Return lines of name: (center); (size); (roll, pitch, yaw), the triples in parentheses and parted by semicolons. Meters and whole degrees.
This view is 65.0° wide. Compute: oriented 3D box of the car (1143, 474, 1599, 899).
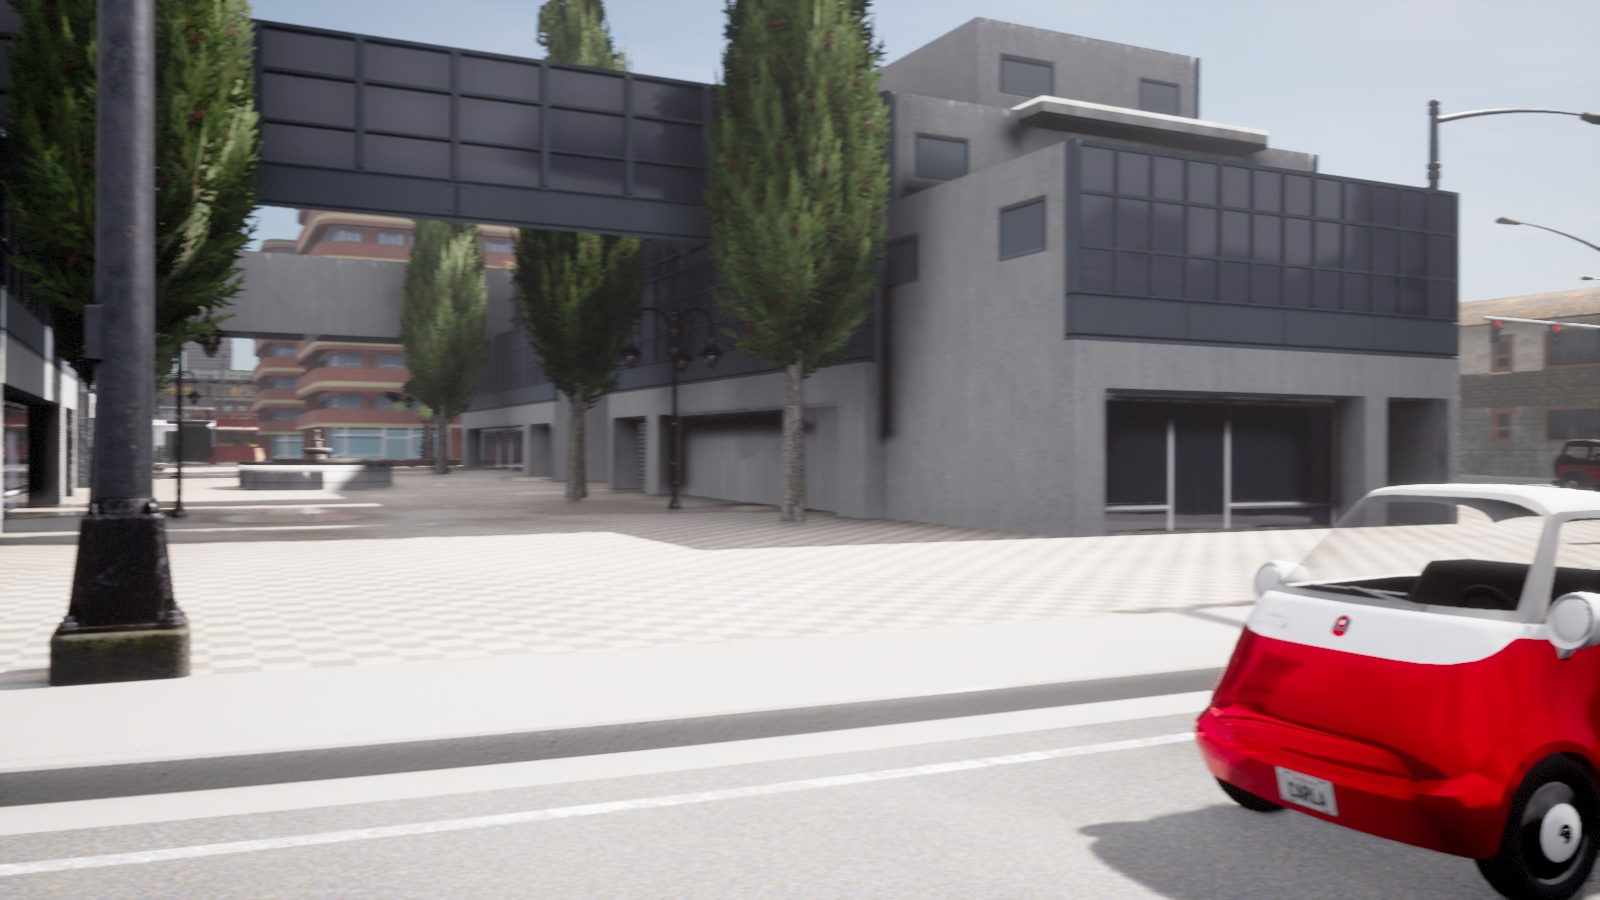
car: (2.727, 0.801, 4.975); (2.207, 1.376, 1.481); (0, 0, -25)

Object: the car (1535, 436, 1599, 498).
car: (25.036, 0.500, 38.559); (1.905, 1.878, 3.866); (0, 0, -26)
